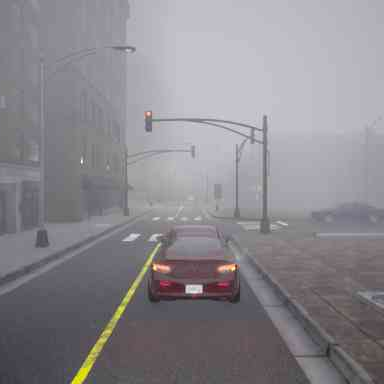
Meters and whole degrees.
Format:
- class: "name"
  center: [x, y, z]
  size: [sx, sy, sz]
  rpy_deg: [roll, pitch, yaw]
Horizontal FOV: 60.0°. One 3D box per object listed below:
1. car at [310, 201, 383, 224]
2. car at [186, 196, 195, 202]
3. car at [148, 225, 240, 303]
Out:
- class: "car"
  center: [11.047, 1.432, 23.827]
  size: [5.008, 1.535, 1.882]
  rpy_deg: [0, 0, 0]
- class: "car"
  center: [-0.247, 1.567, 76.077]
  size: [1.812, 1.442, 4.674]
  rpy_deg: [0, 0, 0]
- class: "car"
  center: [0.063, 1.526, 8.101]
  size: [1.812, 1.442, 4.674]
  rpy_deg: [0, 0, 1]
